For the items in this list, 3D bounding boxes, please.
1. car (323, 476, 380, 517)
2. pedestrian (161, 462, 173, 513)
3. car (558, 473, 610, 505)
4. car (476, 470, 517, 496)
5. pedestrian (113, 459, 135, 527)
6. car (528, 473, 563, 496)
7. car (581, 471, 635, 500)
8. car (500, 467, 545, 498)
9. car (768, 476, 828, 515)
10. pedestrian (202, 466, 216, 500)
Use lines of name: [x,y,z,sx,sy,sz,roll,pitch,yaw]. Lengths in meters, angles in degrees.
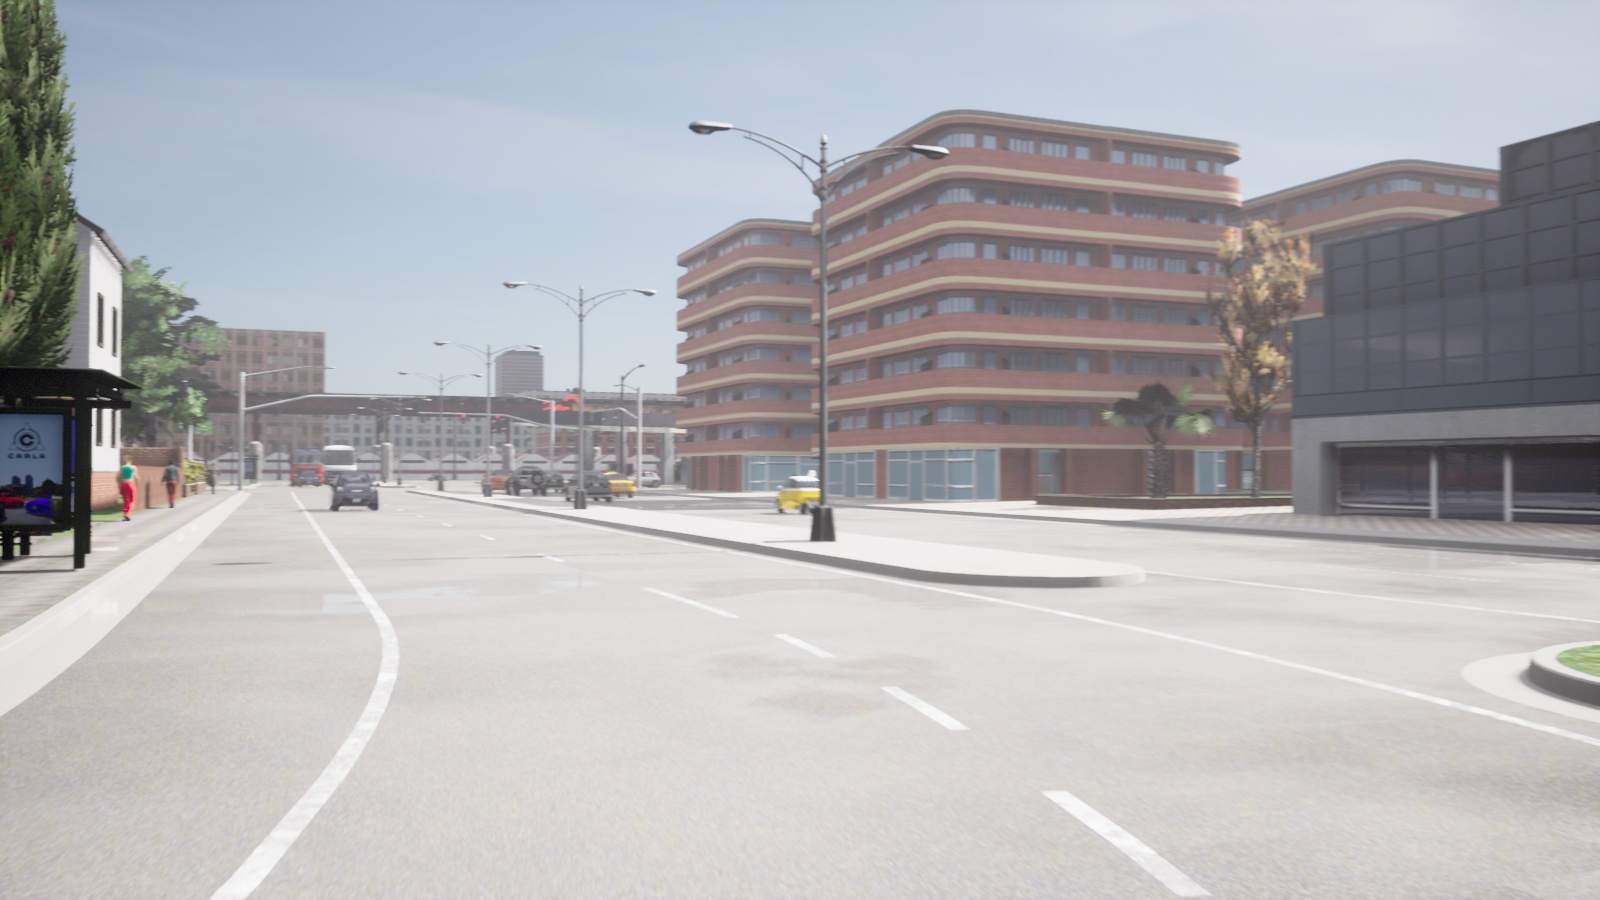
car: [-17.220,1.739,48.102,1.845,1.501,3.633,0,-1,-23]
pedestrian: [-23.143,1.379,45.927,0.353,1.847,0.614,0,-1,-23]
car: [-10.755,1.904,62.374,1.789,1.549,3.705,0,-1,-23]
car: [-20.934,2.250,86.520,2.097,1.767,4.553,0,-1,-23]
pedestrian: [-18.440,1.154,34.267,0.345,1.836,0.594,0,-1,-10]
car: [-17.801,2.373,87.815,1.789,1.549,3.705,0,-1,-21]
car: [-11.091,2.031,72.184,1.801,1.575,5.366,0,-1,-23]
car: [-17.168,2.031,77.591,1.932,1.855,4.605,0,-2,-23]
car: [-0.085,1.643,46.047,1.481,1.376,2.207,0,-1,-23]
pedestrian: [-33.662,1.872,71.529,0.659,1.952,0.873,0,-1,-22]
